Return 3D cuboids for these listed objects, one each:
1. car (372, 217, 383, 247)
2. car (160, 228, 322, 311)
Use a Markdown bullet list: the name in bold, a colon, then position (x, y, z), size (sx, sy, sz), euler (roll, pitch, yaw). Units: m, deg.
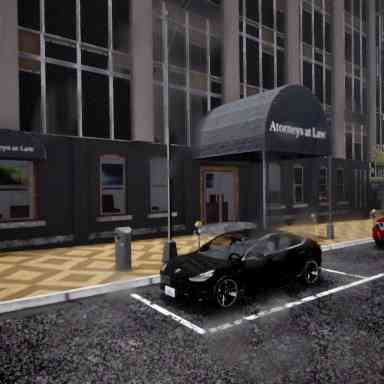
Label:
- **car**: position (9.590, 1.310, 13.987), size (5.009, 1.841, 2.192), euler (0, -1, -37)
- **car**: position (1.309, 1.564, 7.792), size (4.313, 1.339, 1.947), euler (0, -1, -37)
